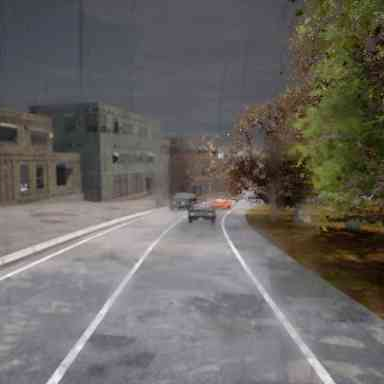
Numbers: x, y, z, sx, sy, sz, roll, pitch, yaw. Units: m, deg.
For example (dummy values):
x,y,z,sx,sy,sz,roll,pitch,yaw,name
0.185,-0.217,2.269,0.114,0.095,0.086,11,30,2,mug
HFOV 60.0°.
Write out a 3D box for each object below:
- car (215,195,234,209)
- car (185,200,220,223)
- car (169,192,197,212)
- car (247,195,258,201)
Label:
x,y,z,sx,sy,sz,roll,pitch,yaw,name
4.055,1.205,42.165,2.097,1.767,4.553,1,0,14,car
0.863,1.526,24.757,1.895,1.301,4.718,1,0,6,car
-0.853,1.035,36.260,2.150,2.045,5.566,1,1,12,car
14.439,0.913,75.664,2.150,2.045,5.566,3,1,30,car
